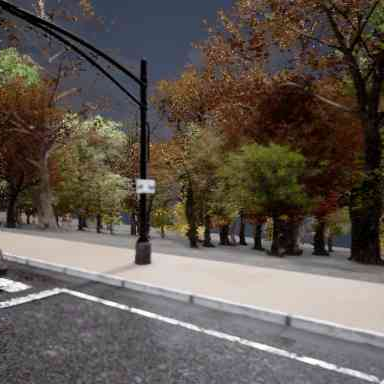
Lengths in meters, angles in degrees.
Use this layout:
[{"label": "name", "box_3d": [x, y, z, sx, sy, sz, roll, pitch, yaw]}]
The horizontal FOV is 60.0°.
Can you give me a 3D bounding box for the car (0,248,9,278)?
[{"label": "car", "box_3d": [-6.812, 1.571, 8.545, 5.357, 1.411, 2.033, 0, 0, 35]}]
